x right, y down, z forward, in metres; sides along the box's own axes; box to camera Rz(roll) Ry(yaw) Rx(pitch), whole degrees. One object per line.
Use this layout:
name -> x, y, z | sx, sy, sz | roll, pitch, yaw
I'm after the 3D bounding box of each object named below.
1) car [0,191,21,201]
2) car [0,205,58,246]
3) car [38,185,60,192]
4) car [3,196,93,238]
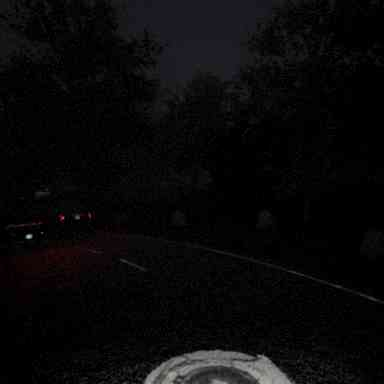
car -> -26.386, 0.605, 47.588 | 2.128, 1.511, 4.902 | -1, 4, 5
car -> -8.000, 1.440, 13.737 | 4.902, 1.511, 2.128 | 0, 1, 36
car -> -27.648, -0.986, 64.349 | 2.097, 1.767, 4.553 | -1, 5, 10
car -> -7.205, 1.250, 16.938 | 4.553, 1.767, 2.097 | 0, 1, 33
